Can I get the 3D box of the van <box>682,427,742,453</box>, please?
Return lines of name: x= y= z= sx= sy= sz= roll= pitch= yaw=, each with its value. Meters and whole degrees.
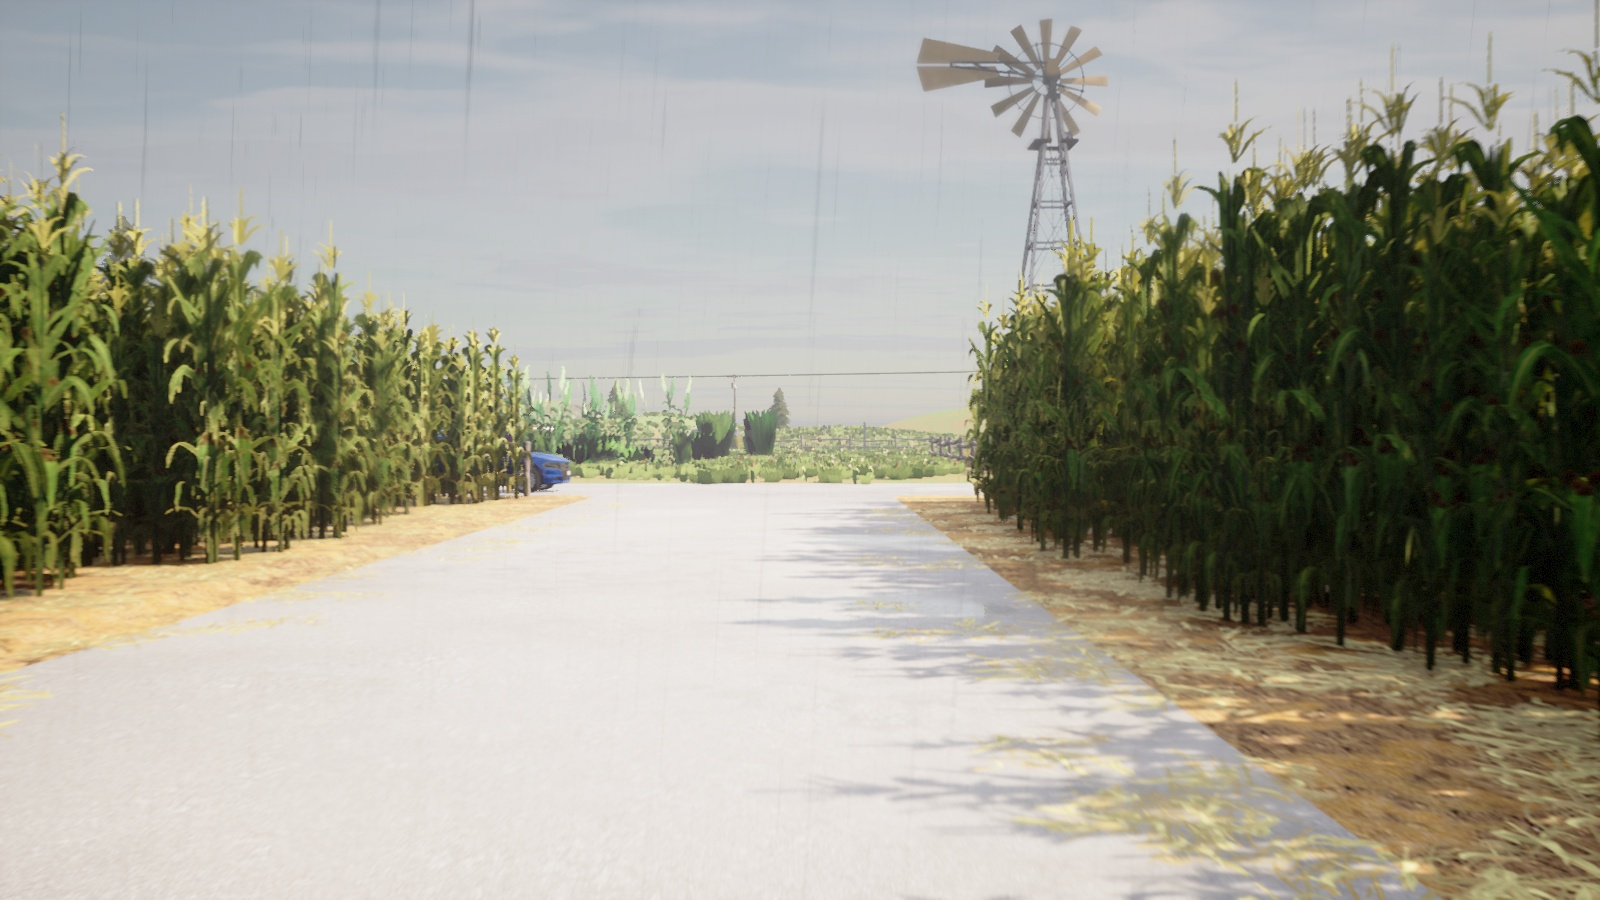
van: x=-6.883 y=-0.792 z=98.688 sx=4.442 sy=1.987 sz=1.775 roll=0 pitch=1 yaw=6

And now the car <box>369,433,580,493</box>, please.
car: x=-8.463 y=0.316 z=32.913 sx=5.008 sy=1.535 sz=1.882 roll=0 pitch=1 yaw=3
